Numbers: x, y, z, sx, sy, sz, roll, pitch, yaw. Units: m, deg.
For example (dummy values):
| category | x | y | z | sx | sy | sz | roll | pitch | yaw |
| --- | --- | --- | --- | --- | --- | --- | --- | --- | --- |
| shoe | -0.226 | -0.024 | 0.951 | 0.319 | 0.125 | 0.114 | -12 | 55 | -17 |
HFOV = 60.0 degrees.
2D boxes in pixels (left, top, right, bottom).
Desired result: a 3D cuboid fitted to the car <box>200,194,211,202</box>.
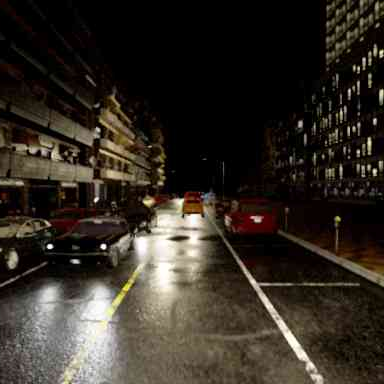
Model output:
| category | x | y | z | sx | sy | sz | roll | pitch | yaw |
| --- | --- | --- | --- | --- | --- | --- | --- | --- | --- |
| car | 2.646 | 1.137 | 65.692 | 1.967 | 1.590 | 4.097 | 0 | 0 | 0 |

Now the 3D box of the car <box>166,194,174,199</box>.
| category | x | y | z | sx | sy | sz | roll | pitch | yaw |
| --- | --- | --- | --- | --- | --- | --- | --- | --- | --- |
| car | -5.745 | 1.168 | 87.796 | 2.008 | 1.369 | 4.403 | 0 | 0 | 0 |

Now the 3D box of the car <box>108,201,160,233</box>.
| category | x | y | z | sx | sy | sz | roll | pitch | yaw |
| --- | --- | --- | --- | --- | --- | --- | --- | --- | --- |
| car | -3.012 | 1.450 | 19.001 | 2.033 | 1.411 | 5.357 | 0 | 0 | 0 |

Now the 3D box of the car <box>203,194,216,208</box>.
| category | x | y | z | sx | sy | sz | roll | pitch | yaw |
| --- | --- | --- | --- | --- | --- | --- | --- | --- | --- |
| car | 2.660 | 1.311 | 43.757 | 1.752 | 1.417 | 4.829 | 0 | 0 | 0 |

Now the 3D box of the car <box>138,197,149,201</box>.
| category | x | y | z | sx | sy | sz | roll | pitch | yaw |
| --- | --- | --- | --- | --- | --- | --- | --- | --- | --- |
| car | -5.715 | 1.277 | 32.529 | 1.967 | 1.590 | 4.097 | 0 | 0 | 0 |

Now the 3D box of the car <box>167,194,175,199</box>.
| category | x | y | z | sx | sy | sz | roll | pitch | yaw |
| --- | --- | --- | --- | --- | --- | --- | --- | --- | --- |
| car | -5.748 | 1.150 | 93.322 | 2.008 | 1.369 | 4.403 | 0 | 0 | 0 |

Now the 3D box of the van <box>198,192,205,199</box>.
| category | x | y | z | sx | sy | sz | roll | pitch | yaw |
| --- | --- | --- | --- | --- | --- | --- | --- | --- | --- |
| van | 2.630 | 0.941 | 93.326 | 1.690 | 1.788 | 3.998 | 0 | 0 | 0 |

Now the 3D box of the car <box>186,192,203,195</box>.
| category | x | y | z | sx | sy | sz | roll | pitch | yaw |
| --- | --- | --- | --- | --- | --- | --- | --- | --- | --- |
| car | 0.058 | 1.004 | 44.775 | 2.150 | 2.045 | 5.566 | 0 | 0 | 0 |

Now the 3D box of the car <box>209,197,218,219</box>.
| category | x | y | z | sx | sy | sz | roll | pitch | yaw |
| --- | --- | --- | --- | --- | --- | --- | --- | --- | --- |
| car | 2.669 | 1.408 | 27.008 | 1.887 | 1.381 | 4.507 | 0 | 0 | 0 |

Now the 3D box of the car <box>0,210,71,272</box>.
| category | x | y | z | sx | sy | sz | roll | pitch | yaw |
| --- | --- | --- | --- | --- | --- | --- | --- | --- | --- |
| car | -5.702 | 1.495 | 10.423 | 2.008 | 1.369 | 4.403 | 0 | 0 | 0 |

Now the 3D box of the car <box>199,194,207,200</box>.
| category | x | y | z | sx | sy | sz | roll | pitch | yaw |
| --- | --- | --- | --- | --- | --- | --- | --- | --- | --- |
| car | 2.637 | 1.219 | 82.273 | 1.802 | 1.307 | 4.206 | 0 | 0 | 0 |

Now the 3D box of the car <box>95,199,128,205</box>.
| category | x | y | z | sx | sy | sz | roll | pitch | yaw |
| --- | --- | --- | --- | --- | --- | --- | --- | --- | --- |
| car | -5.709 | 1.331 | 21.476 | 1.967 | 1.590 | 4.097 | 0 | 0 | 0 |

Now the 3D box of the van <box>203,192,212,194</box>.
| category | x | y | z | sx | sy | sz | roll | pitch | yaw |
| --- | --- | --- | --- | --- | --- | --- | --- | --- | --- |
| van | 2.656 | 1.104 | 49.112 | 1.690 | 1.788 | 3.998 | 0 | 0 | 0 |

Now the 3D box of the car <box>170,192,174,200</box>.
| category | x | y | z | sx | sy | sz | roll | pitch | yaw |
| --- | --- | --- | --- | --- | --- | --- | --- | --- | --- |
| car | -5.740 | 1.182 | 76.573 | 1.752 | 1.417 | 4.829 | 0 | 0 | 0 |

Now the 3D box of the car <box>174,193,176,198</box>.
| category | x | y | z | sx | sy | sz | roll | pitch | yaw |
| --- | --- | --- | --- | --- | --- | --- | --- | --- | --- |
| car | -5.744 | 0.952 | 82.268 | 2.192 | 1.841 | 5.009 | 0 | 0 | 0 |

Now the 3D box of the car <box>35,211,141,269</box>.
| category | x | y | z | sx | sy | sz | roll | pitch | yaw |
| --- | --- | --- | --- | --- | --- | --- | --- | --- | --- |
| car | -3.100 | 1.542 | 11.093 | 1.895 | 1.301 | 4.718 | 0 | 0 | 0 |

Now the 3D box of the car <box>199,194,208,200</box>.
| category | x | y | z | sx | sy | sz | roll | pitch | yaw |
| --- | --- | --- | --- | --- | --- | --- | --- | --- | --- |
| car | 2.641 | 1.238 | 76.747 | 1.802 | 1.307 | 4.206 | 0 | 0 | 0 |

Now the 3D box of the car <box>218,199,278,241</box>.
| category | x | y | z | sx | sy | sz | roll | pitch | yaw |
| --- | --- | --- | --- | --- | --- | --- | --- | --- | --- |
| car | 2.674 | 1.232 | 15.952 | 2.192 | 1.841 | 5.009 | 0 | 0 | 0 |

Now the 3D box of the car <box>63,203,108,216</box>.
| category | x | y | z | sx | sy | sz | roll | pitch | yaw |
| --- | --- | --- | --- | --- | --- | --- | --- | --- | --- |
| car | -5.705 | 1.462 | 15.949 | 1.887 | 1.381 | 4.507 | 0 | 0 | 0 |

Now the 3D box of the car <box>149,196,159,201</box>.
| category | x | y | z | sx | sy | sz | roll | pitch | yaw |
| --- | --- | --- | --- | --- | --- | --- | --- | --- | --- |
| car | -5.720 | 1.313 | 43.413 | 1.752 | 1.417 | 4.829 | 0 | 0 | 0 |

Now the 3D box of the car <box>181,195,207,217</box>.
| category | x | y | z | sx | sy | sz | roll | pitch | yaw |
| --- | --- | --- | --- | --- | --- | --- | --- | --- | --- |
| car | 0.079 | 1.328 | 29.799 | 1.882 | 1.535 | 5.008 | 0 | 1 | 0 |

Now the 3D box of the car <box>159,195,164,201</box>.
| category | x | y | z | sx | sy | sz | roll | pitch | yaw |
| --- | --- | --- | --- | --- | --- | --- | --- | --- | --- |
| car | -5.723 | 1.307 | 49.108 | 1.887 | 1.381 | 4.507 | 0 | 0 | 0 |

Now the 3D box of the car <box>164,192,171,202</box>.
| category | x | y | z | sx | sy | sz | roll | pitch | yaw |
| --- | --- | --- | --- | --- | --- | --- | --- | --- | --- |
| car | -5.733 | 1.242 | 65.689 | 1.887 | 1.381 | 4.507 | 0 | 0 | 0 |

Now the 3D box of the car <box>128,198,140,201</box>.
| category | x | y | z | sx | sy | sz | roll | pitch | yaw |
| --- | --- | --- | --- | --- | --- | --- | --- | --- | --- |
| car | -5.711 | 1.446 | 27.003 | 1.802 | 1.307 | 4.206 | 0 | 0 | 0 |

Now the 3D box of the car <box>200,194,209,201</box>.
| category | x | y | z | sx | sy | sz | roll | pitch | yaw |
| --- | --- | --- | --- | --- | --- | --- | --- | --- | --- |
| car | 2.644 | 1.201 | 71.390 | 1.752 | 1.417 | 4.829 | 0 | 0 | 0 |
